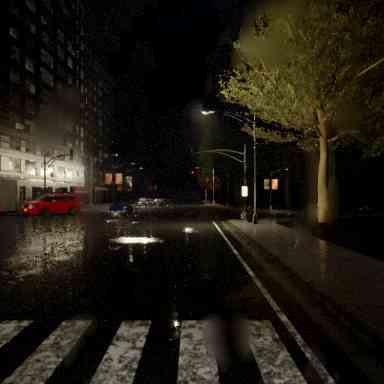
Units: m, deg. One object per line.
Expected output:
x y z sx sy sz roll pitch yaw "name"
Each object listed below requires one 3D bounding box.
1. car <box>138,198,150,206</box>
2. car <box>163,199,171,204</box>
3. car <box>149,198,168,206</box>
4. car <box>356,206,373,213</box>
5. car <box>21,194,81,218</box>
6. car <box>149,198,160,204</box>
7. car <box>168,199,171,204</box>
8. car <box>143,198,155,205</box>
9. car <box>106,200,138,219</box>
-9.653 1.935 64.637 2.128 1.511 4.902 0 -1 1 "car"
-6.322 2.327 84.646 1.895 1.301 4.718 0 -1 0 "car"
-6.404 1.988 64.373 2.033 1.411 5.357 0 -1 1 "car"
35.203 3.582 67.805 2.033 1.411 5.357 0 -3 45 "car"
-13.066 1.214 31.272 2.150 2.045 5.566 4 2 30 "car"
-9.570 2.284 85.476 2.033 1.411 5.357 0 -1 0 "car"
-6.344 2.054 74.322 1.882 1.535 5.008 0 -1 0 "car"
-9.593 2.125 74.933 2.033 1.411 5.357 0 -1 0 "car"
-6.538 1.651 30.786 1.812 1.442 4.674 0 0 0 "car"
